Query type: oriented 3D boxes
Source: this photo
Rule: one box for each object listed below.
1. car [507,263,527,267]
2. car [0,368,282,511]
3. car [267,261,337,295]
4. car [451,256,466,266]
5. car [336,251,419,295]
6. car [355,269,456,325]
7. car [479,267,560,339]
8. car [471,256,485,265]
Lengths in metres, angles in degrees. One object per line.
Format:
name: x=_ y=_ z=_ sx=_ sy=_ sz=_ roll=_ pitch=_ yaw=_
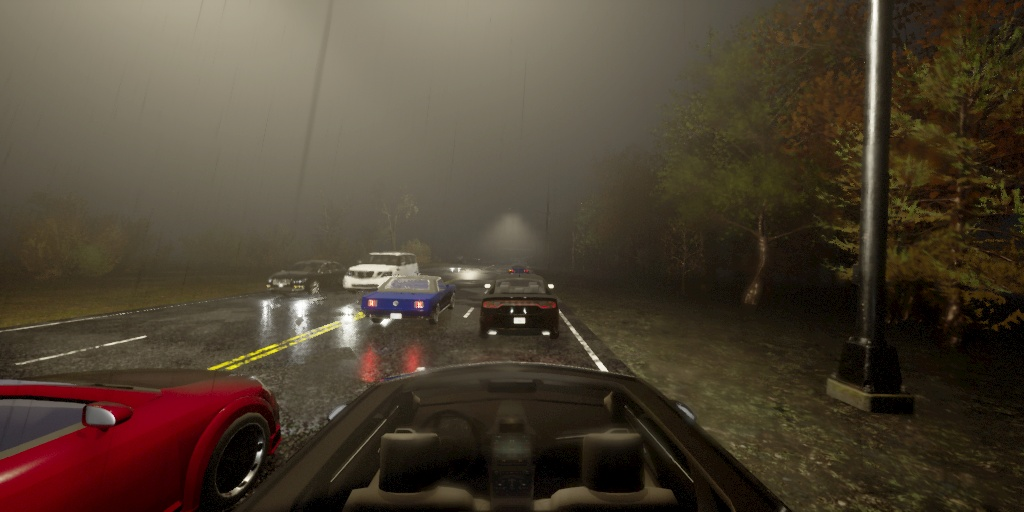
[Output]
car: x=0.533 y=1.296 z=30.611 sx=1.812 sy=1.442 sz=4.674 roll=1 pitch=0 yaw=0
car: x=-3.141 y=1.241 z=1.621 sx=1.994 sy=1.385 sz=4.181 roll=2 pitch=0 yaw=1
car: x=-9.629 y=0.980 z=17.431 sx=1.837 sy=1.490 sz=4.892 roll=2 pitch=0 yaw=1
car: x=-8.742 y=0.706 z=58.914 sx=2.128 sy=1.511 sz=4.902 roll=2 pitch=0 yaw=1
car: x=-6.359 y=0.797 z=18.304 sx=2.150 sy=2.045 sz=5.566 roll=2 pitch=0 yaw=1
car: x=-3.014 y=1.280 z=11.575 sx=1.895 sy=1.301 sz=4.718 roll=2 pitch=0 yaw=0
car: x=0.203 y=1.235 z=10.163 sx=1.882 sy=1.535 sz=5.008 roll=0 pitch=0 yaw=1
car: x=-5.491 y=0.702 z=58.838 sx=1.812 sy=1.442 sz=4.674 roll=2 pitch=0 yaw=1
